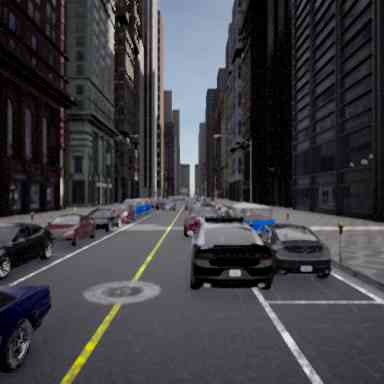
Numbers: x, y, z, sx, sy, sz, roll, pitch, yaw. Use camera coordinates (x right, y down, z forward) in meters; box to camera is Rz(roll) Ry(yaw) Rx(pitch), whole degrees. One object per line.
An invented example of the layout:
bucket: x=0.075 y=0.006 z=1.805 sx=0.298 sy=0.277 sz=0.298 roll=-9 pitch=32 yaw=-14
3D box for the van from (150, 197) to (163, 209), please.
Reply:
van: x=-5.805 y=1.804 z=55.272 sx=1.690 sy=1.788 sz=3.998 roll=0 pitch=0 yaw=0

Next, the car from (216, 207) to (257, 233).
car: x=2.746 y=1.723 z=21.475 sx=2.008 sy=1.369 sz=4.403 roll=0 pitch=0 yaw=0

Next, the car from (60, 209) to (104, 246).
car: x=-5.774 y=1.708 z=15.816 sx=1.802 sy=1.307 sz=4.206 roll=0 pitch=0 yaw=0

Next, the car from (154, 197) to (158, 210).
car: x=-5.800 y=1.727 z=49.636 sx=2.192 sy=1.841 sz=5.009 roll=0 pitch=0 yaw=0

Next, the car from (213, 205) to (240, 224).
car: x=2.742 y=1.801 z=27.111 sx=1.802 sy=1.307 sz=4.206 roll=0 pitch=0 yaw=0

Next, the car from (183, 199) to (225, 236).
car: x=0.663 y=1.499 z=19.393 sx=2.097 sy=1.767 sz=4.553 roll=-1 pitch=0 yaw=2

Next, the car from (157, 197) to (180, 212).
car: x=-3.126 y=1.861 z=44.780 sx=2.128 sy=1.511 sz=4.902 roll=0 pitch=0 yaw=0

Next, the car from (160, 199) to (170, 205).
car: x=-5.817 y=2.161 z=72.180 sx=1.887 sy=1.381 sz=4.507 roll=0 pitch=-1 yaw=0

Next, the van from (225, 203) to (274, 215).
van: x=2.750 y=1.467 z=15.841 sx=1.690 sy=1.788 sz=3.998 roll=0 pitch=0 yaw=0

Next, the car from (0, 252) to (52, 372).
car: x=-3.101 y=1.624 z=2.936 sx=1.895 sy=1.301 sz=4.718 roll=0 pitch=0 yaw=0

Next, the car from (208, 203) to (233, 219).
car: x=2.738 y=1.817 z=32.747 sx=2.008 sy=1.369 sz=4.403 roll=0 pitch=0 yaw=0

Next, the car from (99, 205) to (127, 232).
car: x=-5.779 y=1.738 z=21.452 sx=1.947 sy=1.339 sz=4.313 roll=0 pitch=0 yaw=0

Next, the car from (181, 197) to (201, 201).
car: x=-0.022 y=1.877 z=46.550 sx=2.128 sy=1.511 sz=4.902 roll=0 pitch=0 yaw=0

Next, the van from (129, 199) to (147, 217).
van: x=-5.788 y=1.607 z=32.727 sx=1.690 sy=1.788 sz=3.998 roll=0 pitch=0 yaw=0

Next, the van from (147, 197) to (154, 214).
van: x=-5.792 y=1.656 z=38.363 sx=1.690 sy=1.788 sz=3.998 roll=0 pitch=0 yaw=0

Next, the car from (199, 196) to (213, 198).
car: x=2.720 y=1.777 z=55.293 sx=2.192 sy=1.841 sz=5.009 roll=0 pitch=-1 yaw=0

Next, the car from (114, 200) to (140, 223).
car: x=-5.783 y=1.659 z=27.090 sx=1.967 sy=1.590 sz=4.097 roll=0 pitch=0 yaw=0

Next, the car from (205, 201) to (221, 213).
car: x=2.729 y=1.908 z=44.019 sx=1.887 sy=1.381 sz=4.507 roll=0 pitch=0 yaw=0

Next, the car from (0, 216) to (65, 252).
car: x=-5.770 y=1.647 z=10.179 sx=1.947 sy=1.339 sz=4.313 roll=0 pitch=0 yaw=0

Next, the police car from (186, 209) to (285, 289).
police car: x=0.894 y=1.500 z=9.498 sx=1.930 sy=1.638 sz=5.238 roll=0 pitch=0 yaw=0

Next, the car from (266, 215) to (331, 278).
car: x=2.755 y=1.631 z=10.203 sx=2.008 sy=1.369 sz=4.403 roll=0 pitch=0 yaw=0
